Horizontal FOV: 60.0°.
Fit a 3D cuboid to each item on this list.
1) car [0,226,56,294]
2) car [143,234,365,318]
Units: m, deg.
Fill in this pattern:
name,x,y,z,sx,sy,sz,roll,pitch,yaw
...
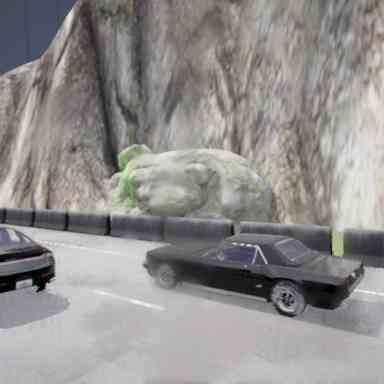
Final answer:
name,x,y,z,sx,sy,sz,roll,pitch,yaw
car,-5.139,1.531,7.708,4.902,1.511,2.128,0,0,36
car,1.137,1.620,7.497,4.718,1.301,1.895,0,0,36
